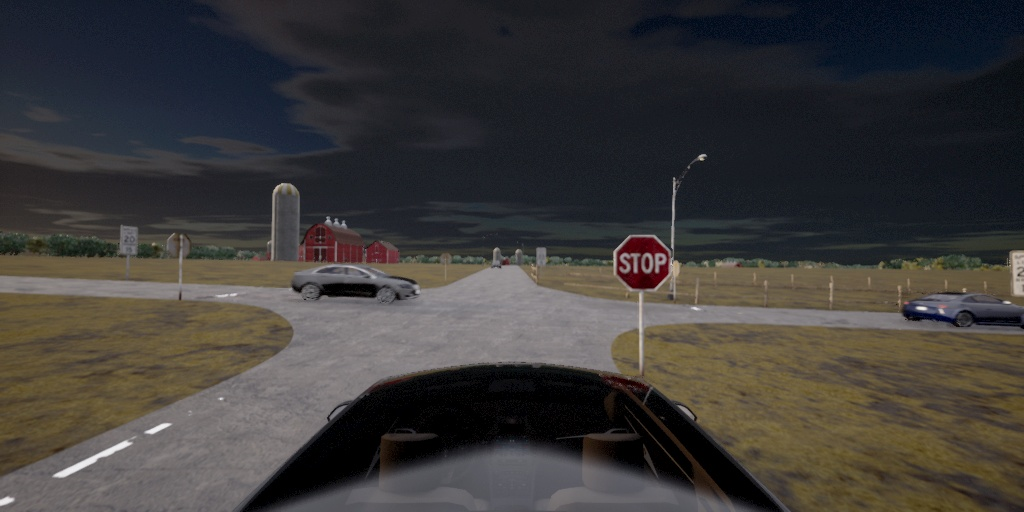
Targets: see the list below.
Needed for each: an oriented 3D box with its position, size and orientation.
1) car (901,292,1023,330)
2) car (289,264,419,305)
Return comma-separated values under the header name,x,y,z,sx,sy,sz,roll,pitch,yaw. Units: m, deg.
name,x,y,z,sx,sy,sz,roll,pitch,yaw
car,18.885,2.207,14.799,4.181,1.385,1.994,2,-2,0
car,-6.292,1.090,14.598,4.902,1.511,2.128,2,-2,0
